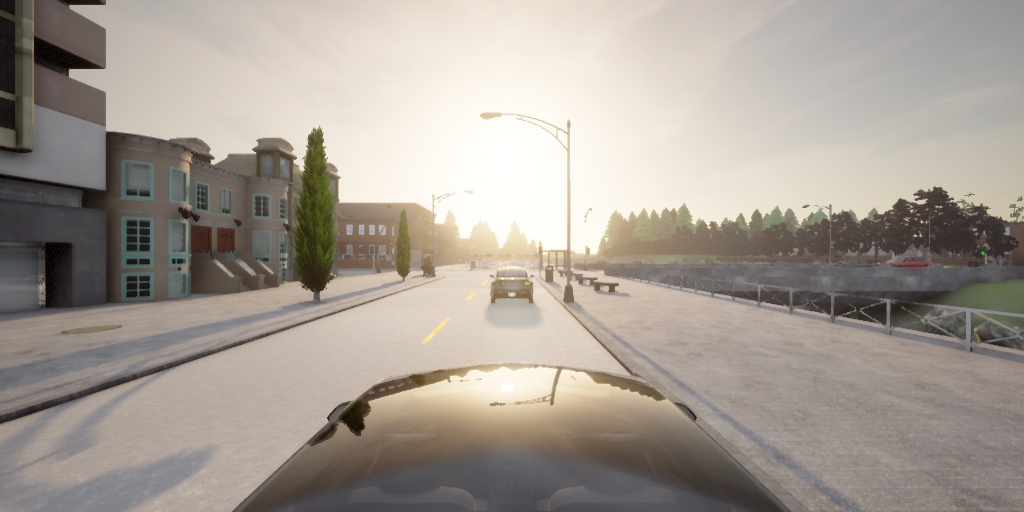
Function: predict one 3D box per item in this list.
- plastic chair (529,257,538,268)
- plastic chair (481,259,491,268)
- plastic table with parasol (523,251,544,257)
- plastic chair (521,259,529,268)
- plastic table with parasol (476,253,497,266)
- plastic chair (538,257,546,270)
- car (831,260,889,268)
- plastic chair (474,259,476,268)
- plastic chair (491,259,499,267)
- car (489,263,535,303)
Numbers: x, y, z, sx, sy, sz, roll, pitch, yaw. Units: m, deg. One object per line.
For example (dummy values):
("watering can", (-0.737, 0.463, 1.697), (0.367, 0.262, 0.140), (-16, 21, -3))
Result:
("plastic chair", (3.439, 1.277, 58.670), (0.750, 1.272, 0.730), (0, 0, 0))
("plastic chair", (-4.361, 1.277, 59.470), (0.750, 1.272, 0.730), (0, 0, 0))
("plastic table with parasol", (3.579, 0.673, 59.940), (2.482, 2.480, 2.482), (0, 0, 0))
("plastic chair", (2.239, 1.277, 59.970), (0.730, 1.272, 0.750), (0, 0, 0))
("plastic table with parasol", (-4.241, 0.673, 60.690), (2.482, 2.480, 2.482), (0, 0, 0))
("plastic chair", (4.839, 1.277, 59.771), (0.730, 1.272, 0.750), (0, 0, 0))
("car", (39.011, 1.244, 40.780), (4.902, 1.511, 2.128), (0, 0, 0))
("plastic chair", (-5.561, 1.277, 60.770), (0.730, 1.272, 0.750), (0, 0, 0))
("plastic chair", (-2.961, 1.277, 60.570), (0.730, 1.272, 0.750), (0, 0, 0))
("car", (0.000, 1.264, 16.500), (1.837, 1.490, 4.892), (0, 0, 0))
